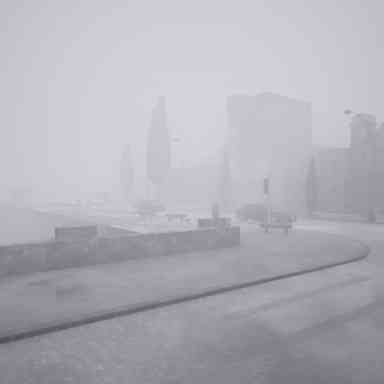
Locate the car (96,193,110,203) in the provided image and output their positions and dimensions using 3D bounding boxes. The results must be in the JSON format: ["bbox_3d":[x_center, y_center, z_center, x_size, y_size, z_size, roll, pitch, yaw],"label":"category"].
[{"bbox_3d":[-17.244,1.221,62.551,2.150,2.045,5.566,0,0,-36],"label":"car"}]

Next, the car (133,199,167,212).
[{"bbox_3d":[-4.956,1.548,38.151,2.033,1.411,5.357,0,0,-36],"label":"car"}]

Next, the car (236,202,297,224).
[{"bbox_3d":[5.239,1.506,23.907,1.837,1.490,4.892,0,0,-36],"label":"car"}]

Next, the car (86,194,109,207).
[{"bbox_3d":[-15.387,1.526,52.889,1.812,1.442,4.674,0,0,-35],"label":"car"}]
